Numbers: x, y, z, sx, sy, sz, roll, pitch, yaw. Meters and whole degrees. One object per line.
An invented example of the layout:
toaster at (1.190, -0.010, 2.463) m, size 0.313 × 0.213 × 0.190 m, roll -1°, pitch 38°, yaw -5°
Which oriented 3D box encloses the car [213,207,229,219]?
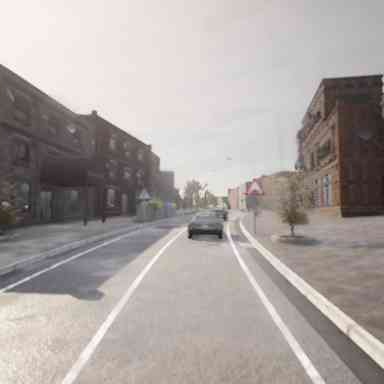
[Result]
car at (3.022, 2.351, 36.931) m, size 2.128 × 1.511 × 4.902 m, roll -1°, pitch -2°, yaw 9°

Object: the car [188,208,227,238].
car at (0.855, 1.864, 19.650) m, size 1.994 × 1.385 × 4.181 m, roll 0°, pitch -2°, yaw 5°
